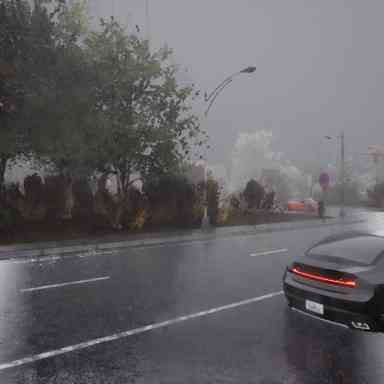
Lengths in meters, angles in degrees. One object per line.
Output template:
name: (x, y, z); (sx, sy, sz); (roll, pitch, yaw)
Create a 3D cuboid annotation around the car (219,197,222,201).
car: (4.499, 1.353, 69.509); (1.994, 1.385, 4.181); (0, 1, -33)

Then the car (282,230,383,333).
car: (3.839, 1.505, 6.476); (4.892, 1.490, 1.837); (0, 0, -35)

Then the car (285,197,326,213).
car: (12.510, 1.352, 36.826); (2.097, 1.767, 4.553); (0, 0, -32)
